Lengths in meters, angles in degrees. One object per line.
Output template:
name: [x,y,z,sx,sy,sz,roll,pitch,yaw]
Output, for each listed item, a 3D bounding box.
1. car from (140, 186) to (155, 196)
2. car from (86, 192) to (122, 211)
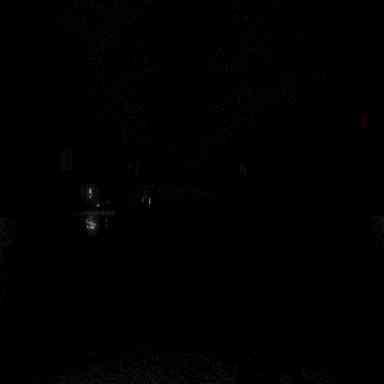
car: [-6.784,-0.185,50.919,2.128,1.511,4.902,0,2,-1]
car: [-6.823,0.719,26.183,1.994,1.385,4.181,0,2,0]
